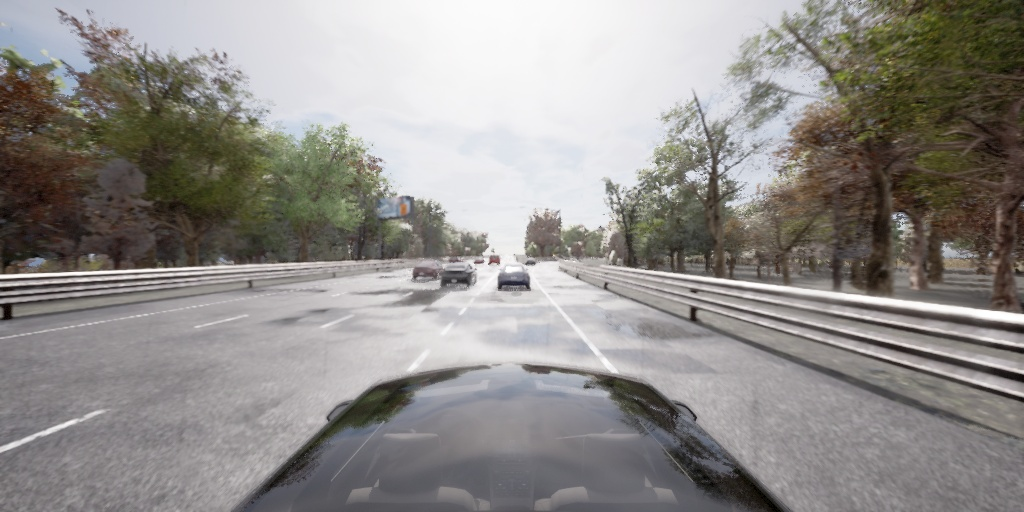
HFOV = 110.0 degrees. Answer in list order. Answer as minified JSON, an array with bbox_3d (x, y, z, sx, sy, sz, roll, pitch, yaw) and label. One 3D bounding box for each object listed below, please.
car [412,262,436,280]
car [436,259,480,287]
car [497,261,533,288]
[{"bbox_3d":[-6.898,1.189,29.784,1.812,1.442,4.674,0,0,0],"label":"car"},{"bbox_3d":[-3.397,1.189,23.457,1.837,1.490,4.892,0,0,0],"label":"car"},{"bbox_3d":[0.130,1.248,22.901,1.994,1.385,4.181,0,0,1],"label":"car"}]
